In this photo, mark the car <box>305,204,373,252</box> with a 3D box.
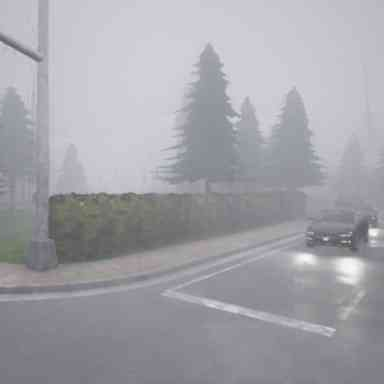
[{"bbox_3d":[6.260,1.479,14.172,1.837,1.490,4.892,1,0,34],"label":"car"}]

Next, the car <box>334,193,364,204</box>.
[{"bbox_3d":[15.425,1.167,32.827,2.150,2.045,5.566,0,0,16],"label":"car"}]

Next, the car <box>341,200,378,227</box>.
[{"bbox_3d":[11.673,1.516,23.049,2.033,1.411,5.357,1,0,26],"label":"car"}]
